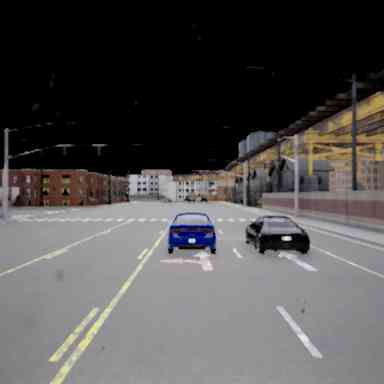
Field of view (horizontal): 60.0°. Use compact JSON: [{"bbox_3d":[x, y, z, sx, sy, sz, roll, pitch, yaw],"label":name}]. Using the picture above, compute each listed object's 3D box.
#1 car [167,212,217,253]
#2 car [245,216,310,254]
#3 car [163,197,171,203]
[{"bbox_3d":[0.003,1.619,14.468,1.882,1.535,5.008,0,0,0],"label":"car"},{"bbox_3d":[3.500,1.703,14.266,1.994,1.385,4.181,0,-1,0],"label":"car"},{"bbox_3d":[-7.015,2.265,94.004,2.097,1.767,4.553,0,-1,0],"label":"car"}]
